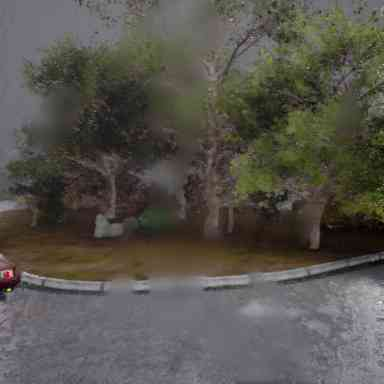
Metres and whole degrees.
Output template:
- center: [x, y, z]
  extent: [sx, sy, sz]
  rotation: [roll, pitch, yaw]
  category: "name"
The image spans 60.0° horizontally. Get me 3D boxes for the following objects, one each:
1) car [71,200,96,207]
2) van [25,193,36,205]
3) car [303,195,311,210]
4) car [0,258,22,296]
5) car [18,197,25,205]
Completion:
- center: [-13.959, 1.252, 43.380]
  extent: [1.946, 1.575, 5.366]
  rotation: [0, 0, -36]
  category: "car"
- center: [-18.564, 1.043, 40.438]
  extent: [1.878, 1.987, 4.442]
  rotation: [0, 1, -36]
  category: "van"
- center: [15.804, 1.420, 43.696]
  extent: [2.150, 2.045, 5.566]
  rotation: [1, 0, -29]
  category: "car"
- center: [-6.093, 1.752, 7.762]
  extent: [4.718, 1.301, 1.895]
  rotation: [0, -2, 34]
  category: "car"
- center: [-25.241, 1.155, 50.832]
  extent: [1.946, 1.575, 5.366]
  rotation: [0, 1, -36]
  category: "car"
